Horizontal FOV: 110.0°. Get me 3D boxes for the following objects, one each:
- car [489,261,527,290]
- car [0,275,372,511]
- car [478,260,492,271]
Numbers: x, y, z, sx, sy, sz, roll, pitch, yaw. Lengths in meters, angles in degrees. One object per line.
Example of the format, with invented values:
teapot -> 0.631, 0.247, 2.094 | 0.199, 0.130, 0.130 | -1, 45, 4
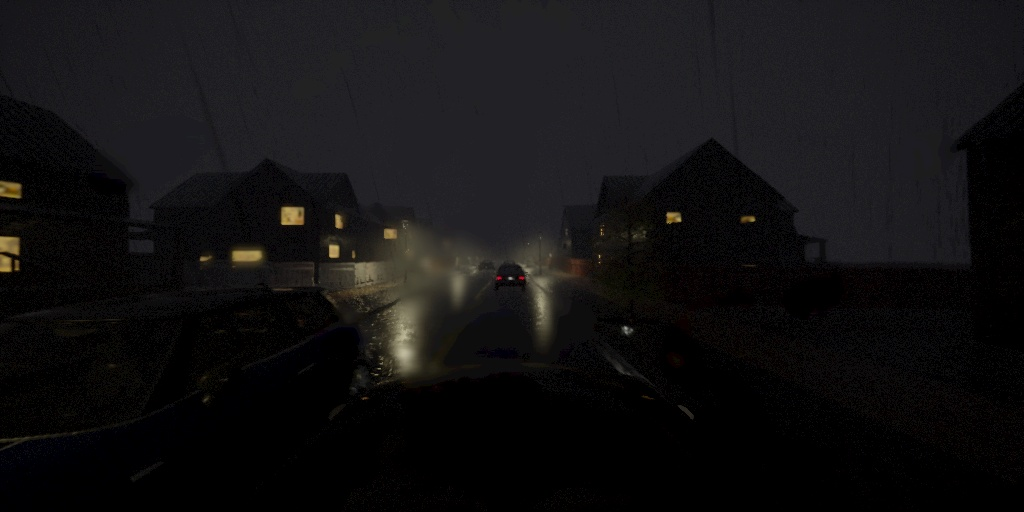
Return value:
car -> -0.101, 1.218, 21.484 | 2.033, 1.411, 5.357 | 0, 0, 0
car -> -2.858, 1.117, 2.749 | 2.097, 1.767, 4.553 | 0, 0, -1
car -> -3.181, 1.184, 45.813 | 1.994, 1.385, 4.181 | 0, 0, -1
